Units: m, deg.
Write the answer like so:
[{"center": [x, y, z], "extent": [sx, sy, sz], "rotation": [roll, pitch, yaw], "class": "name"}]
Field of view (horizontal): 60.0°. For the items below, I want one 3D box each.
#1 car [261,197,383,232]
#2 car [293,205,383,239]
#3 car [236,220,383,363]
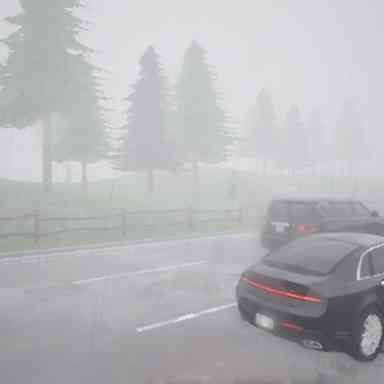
[{"center": [4.802, 1.189, 11.485], "extent": [5.566, 2.045, 2.150], "rotation": [0, 0, -36], "class": "car"}, {"center": [8.083, 1.495, 18.135], "extent": [5.357, 1.411, 2.033], "rotation": [0, 0, -36], "class": "car"}, {"center": [2.959, 1.487, 5.888], "extent": [4.892, 1.490, 1.837], "rotation": [0, 0, -35], "class": "car"}]
